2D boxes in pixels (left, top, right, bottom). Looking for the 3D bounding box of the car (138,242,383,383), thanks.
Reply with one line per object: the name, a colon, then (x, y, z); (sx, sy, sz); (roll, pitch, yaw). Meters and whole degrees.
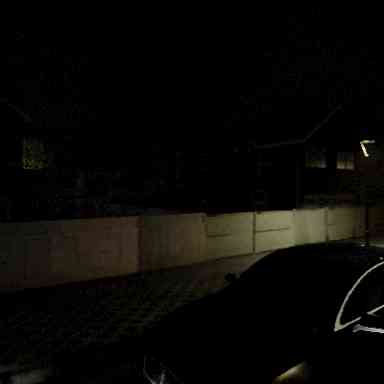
car: (1.696, 1.497, 4.269); (4.892, 1.490, 1.837); (0, 0, -35)
